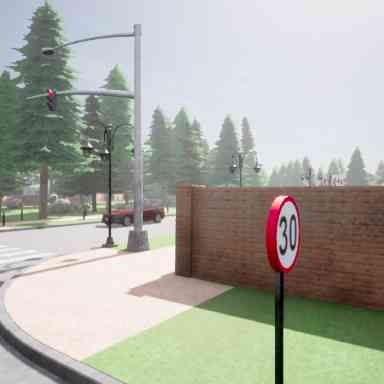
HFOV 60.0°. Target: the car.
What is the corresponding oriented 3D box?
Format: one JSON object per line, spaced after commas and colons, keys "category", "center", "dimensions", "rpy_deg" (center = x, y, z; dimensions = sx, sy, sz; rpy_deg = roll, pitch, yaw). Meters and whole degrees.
{"category": "car", "center": [-3.991, 1.464, 23.142], "dimensions": [1.882, 1.535, 5.008], "rpy_deg": [0, 0, 35]}
